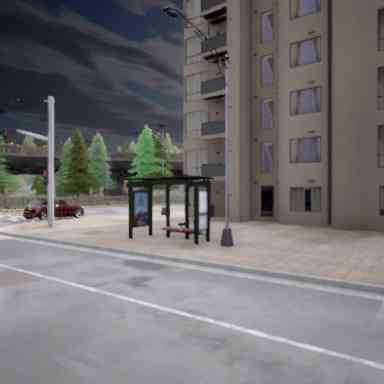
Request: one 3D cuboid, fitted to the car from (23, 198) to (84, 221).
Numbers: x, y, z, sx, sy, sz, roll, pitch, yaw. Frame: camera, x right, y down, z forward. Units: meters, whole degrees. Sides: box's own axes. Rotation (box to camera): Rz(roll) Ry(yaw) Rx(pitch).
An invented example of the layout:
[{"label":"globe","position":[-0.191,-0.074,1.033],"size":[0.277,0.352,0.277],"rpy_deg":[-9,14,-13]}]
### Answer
[{"label":"car","position":[-11.007,1.304,26.872],"size":[2.097,1.767,4.553],"rpy_deg":[0,0,33]}]
